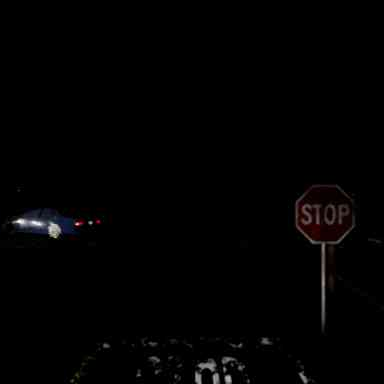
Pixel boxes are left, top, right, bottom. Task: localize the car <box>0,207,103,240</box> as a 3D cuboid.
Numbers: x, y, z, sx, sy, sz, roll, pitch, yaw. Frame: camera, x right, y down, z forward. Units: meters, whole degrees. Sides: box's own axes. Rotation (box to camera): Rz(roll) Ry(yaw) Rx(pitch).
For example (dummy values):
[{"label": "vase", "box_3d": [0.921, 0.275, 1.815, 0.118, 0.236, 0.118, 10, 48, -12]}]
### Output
[{"label": "car", "box_3d": [-6.976, 1.432, 16.265, 5.357, 1.411, 2.033, 1, -1, 24]}]
